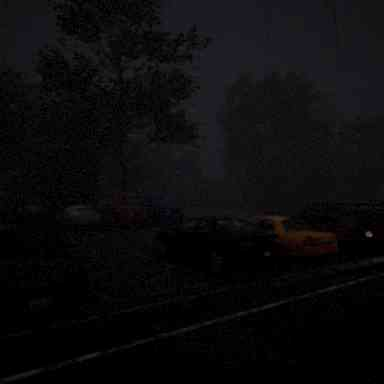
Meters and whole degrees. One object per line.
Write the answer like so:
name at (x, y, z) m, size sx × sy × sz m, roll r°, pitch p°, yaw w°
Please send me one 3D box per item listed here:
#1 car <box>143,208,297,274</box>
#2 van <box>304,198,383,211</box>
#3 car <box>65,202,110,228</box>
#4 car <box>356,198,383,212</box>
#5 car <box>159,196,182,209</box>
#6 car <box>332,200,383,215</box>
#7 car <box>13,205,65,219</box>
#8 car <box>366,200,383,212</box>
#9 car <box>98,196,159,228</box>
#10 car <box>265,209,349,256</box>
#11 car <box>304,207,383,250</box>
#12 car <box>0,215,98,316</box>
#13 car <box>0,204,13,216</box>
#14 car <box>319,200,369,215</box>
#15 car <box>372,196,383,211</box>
car at (0.592, 1.513, 10.876) m, size 2.097 × 1.535 × 5.008 m, roll 1°, pitch 0°, yaw -35°
van at (7.502, 1.360, 15.668) m, size 1.878 × 1.987 × 4.442 m, roll 1°, pitch 0°, yaw -35°
car at (-7.275, 1.552, 21.334) m, size 2.002 × 1.452 × 4.674 m, roll 1°, pitch 0°, yaw -35°
car at (24.554, 1.728, 44.078) m, size 2.185 × 1.767 × 4.553 m, roll 1°, pitch 0°, yaw -35°
car at (-2.724, 1.308, 24.548) m, size 2.435 × 2.045 × 5.566 m, roll 1°, pitch 0°, yaw -35°
car at (20.160, 1.802, 40.678) m, size 1.946 × 1.575 × 5.366 m, roll 1°, pitch 0°, yaw -36°
car at (-9.439, 1.493, 19.787) m, size 2.097 × 1.535 × 5.008 m, roll 0°, pitch 0°, yaw -35°
car at (26.849, 1.907, 45.641) m, size 2.163 × 1.488 × 4.792 m, roll 1°, pitch 0°, yaw -36°
car at (-4.890, 1.284, 23.002) m, size 2.435 × 2.045 × 5.566 m, roll 1°, pitch 0°, yaw -35°
car at (2.761, 1.534, 12.657) m, size 1.946 × 1.575 × 5.366 m, roll 1°, pitch 0°, yaw -35°
car at (5.134, 1.591, 14.158) m, size 2.163 × 1.488 × 4.792 m, roll 1°, pitch 0°, yaw -35°
car at (-3.959, 1.503, 7.600) m, size 2.163 × 1.488 × 4.792 m, roll 0°, pitch 0°, yaw -35°
car at (-11.693, 1.222, 18.151) m, size 2.435 × 2.045 × 5.566 m, roll 0°, pitch 0°, yaw -36°
car at (17.789, 1.781, 39.221) m, size 2.231 × 1.521 × 4.892 m, roll 1°, pitch 0°, yaw -35°
car at (29.077, 1.651, 47.301) m, size 2.435 × 2.045 × 5.566 m, roll 1°, pitch 0°, yaw -36°
